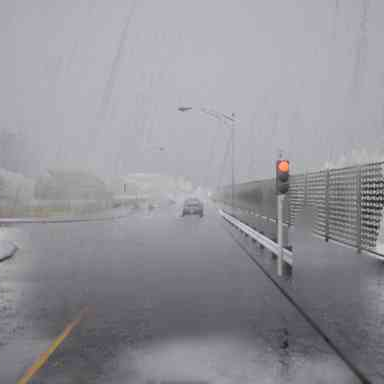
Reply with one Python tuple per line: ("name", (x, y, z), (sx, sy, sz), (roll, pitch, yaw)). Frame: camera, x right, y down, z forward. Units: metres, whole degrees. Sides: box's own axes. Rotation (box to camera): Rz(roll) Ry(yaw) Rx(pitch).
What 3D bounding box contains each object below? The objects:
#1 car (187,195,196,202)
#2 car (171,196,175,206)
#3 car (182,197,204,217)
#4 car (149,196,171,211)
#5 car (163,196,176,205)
("car", (-0.042, 1.540, 77.410), (2.033, 1.411, 5.357), (0, 0, 0))
("car", (-4.120, 1.564, 50.594), (1.994, 1.385, 4.181), (0, 0, 0))
("car", (0.071, 1.491, 30.764), (2.128, 1.511, 4.902), (0, 0, 2))
("car", (-4.119, 1.491, 40.657), (2.128, 1.511, 4.902), (0, 0, 0))
("car", (-4.099, 1.477, 61.048), (1.882, 1.535, 5.008), (0, 0, 0))
